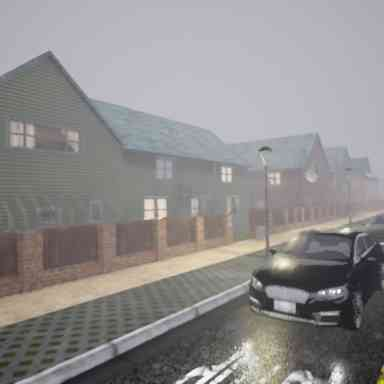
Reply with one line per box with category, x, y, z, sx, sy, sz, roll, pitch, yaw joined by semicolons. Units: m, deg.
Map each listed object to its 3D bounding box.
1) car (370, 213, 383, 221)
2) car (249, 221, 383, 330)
car;9.411;1.726;15.721;2.033;1.411;5.357;-2;-2;38
car;2.983;1.608;7.341;2.128;1.511;4.902;-2;-2;37
